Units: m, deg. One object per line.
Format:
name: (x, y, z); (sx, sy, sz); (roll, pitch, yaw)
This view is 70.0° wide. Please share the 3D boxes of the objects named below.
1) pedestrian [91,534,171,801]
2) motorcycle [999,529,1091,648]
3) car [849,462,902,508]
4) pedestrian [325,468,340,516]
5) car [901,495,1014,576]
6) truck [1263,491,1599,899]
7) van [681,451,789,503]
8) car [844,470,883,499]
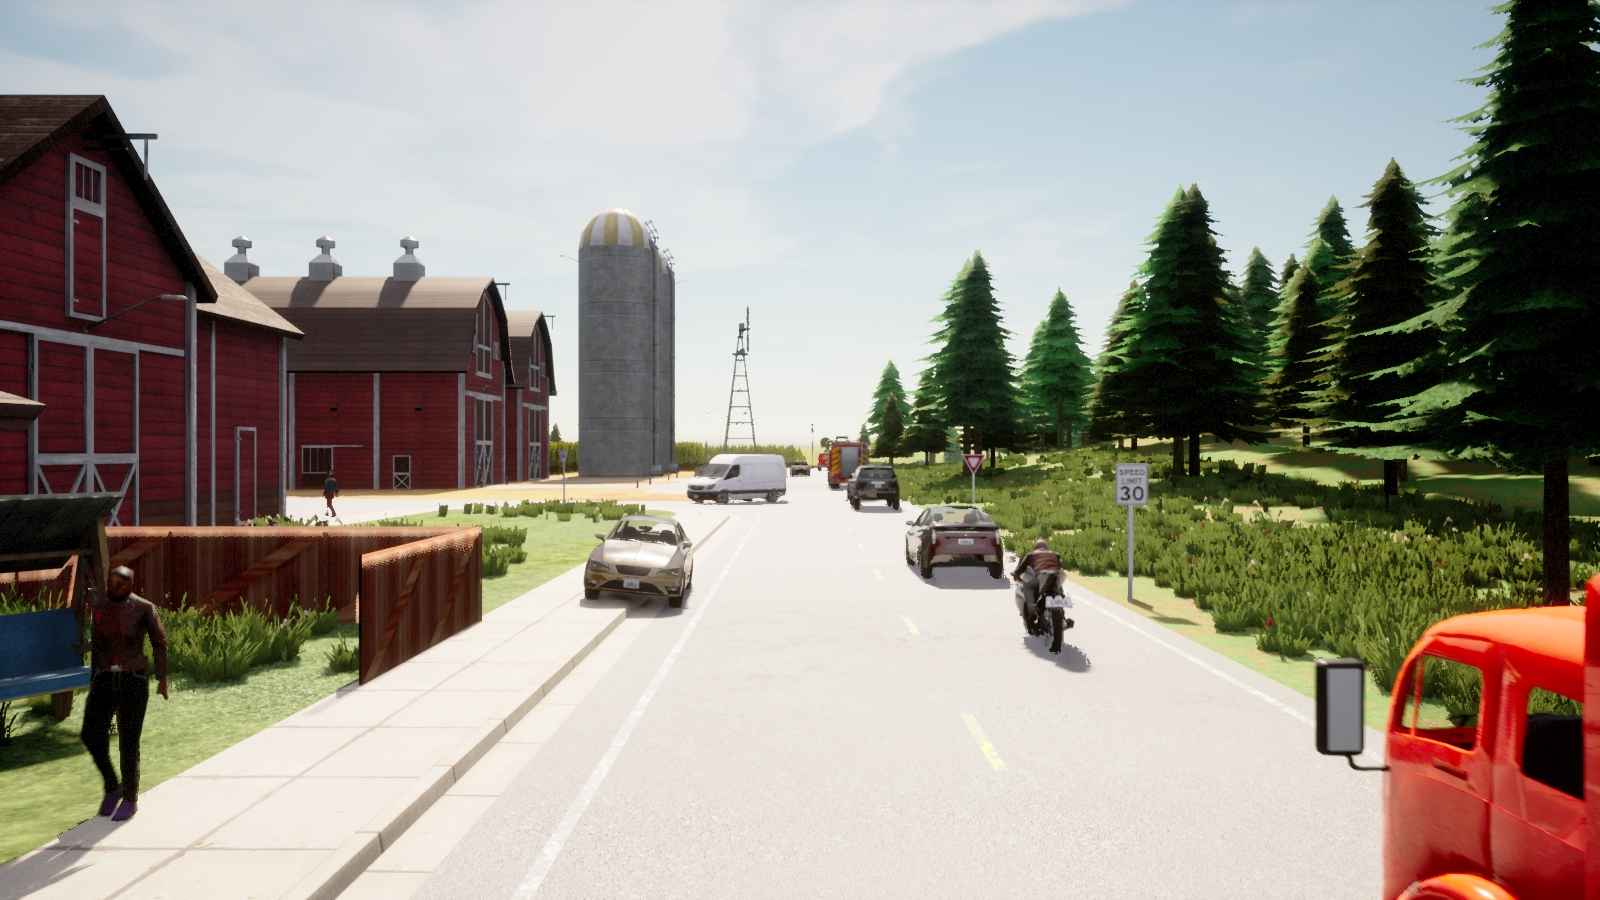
pedestrian: (-4.844, 1.555, 8.285); (0.375, 1.860, 0.375); (0, 0, -6)
motorcycle: (3.519, 1.961, 16.621); (0.867, 1.460, 2.209); (0, 0, 0)
car: (3.560, 1.628, 55.120); (2.150, 2.045, 5.566); (0, 0, 0)
pedestrian: (-18.203, 1.617, 44.518); (0.375, 1.860, 0.375); (0, 0, 21)
car: (3.526, 1.900, 26.399); (2.007, 1.525, 4.514); (0, 0, 0)
truck: (3.529, 1.428, 2.847); (2.627, 2.467, 5.204); (0, 0, 0)
van: (-3.308, 1.370, 59.733); (1.988, 2.561, 5.915); (1, 0, 42)
car: (3.568, 1.908, 64.826); (2.128, 1.511, 4.902); (0, 0, 2)
